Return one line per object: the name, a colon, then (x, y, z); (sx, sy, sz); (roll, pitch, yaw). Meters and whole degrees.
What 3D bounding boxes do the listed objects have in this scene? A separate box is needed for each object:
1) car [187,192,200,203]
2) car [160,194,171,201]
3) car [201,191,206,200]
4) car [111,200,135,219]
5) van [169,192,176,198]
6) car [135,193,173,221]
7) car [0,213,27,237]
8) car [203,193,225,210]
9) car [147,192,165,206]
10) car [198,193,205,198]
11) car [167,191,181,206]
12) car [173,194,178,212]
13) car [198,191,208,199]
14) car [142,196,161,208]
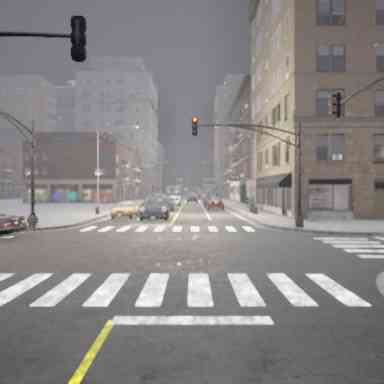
car: (0.045, 1.155, 57.138); (1.837, 1.490, 4.892); (0, 0, 0)
car: (-5.336, 1.174, 66.835); (1.802, 1.307, 4.206); (0, 0, 0)
car: (2.671, 1.044, 44.179); (2.192, 1.841, 5.009); (0, 0, 0)
car: (-5.367, 1.359, 27.031); (1.752, 1.417, 4.829); (0, 0, 0)
van: (-5.319, 0.797, 89.480); (1.690, 1.788, 3.998); (0, 0, 0)
car: (-2.782, 1.194, 25.520); (2.097, 1.767, 4.553); (0, 0, -1)
car: (-10.403, 1.411, 14.970); (5.357, 1.411, 2.033); (0, 0, 0)
car: (2.667, 1.203, 38.518); (1.967, 1.590, 4.097); (0, 0, 0)
car: (-5.349, 1.010, 49.847); (2.192, 1.841, 5.009); (0, 0, 0)
car: (2.711, 0.988, 95.137); (1.947, 1.339, 4.313); (0, 0, 0)
car: (-2.747, 0.930, 47.674); (2.150, 2.045, 5.566); (0, 0, 0)
car: (-2.810, 1.285, 35.772); (1.837, 1.490, 4.892); (0, 0, 0)
car: (2.702, 0.805, 83.811); (2.192, 1.841, 5.009); (0, 0, 0)
car: (-5.354, 1.280, 44.187); (2.008, 1.369, 4.403); (0, 0, 0)
